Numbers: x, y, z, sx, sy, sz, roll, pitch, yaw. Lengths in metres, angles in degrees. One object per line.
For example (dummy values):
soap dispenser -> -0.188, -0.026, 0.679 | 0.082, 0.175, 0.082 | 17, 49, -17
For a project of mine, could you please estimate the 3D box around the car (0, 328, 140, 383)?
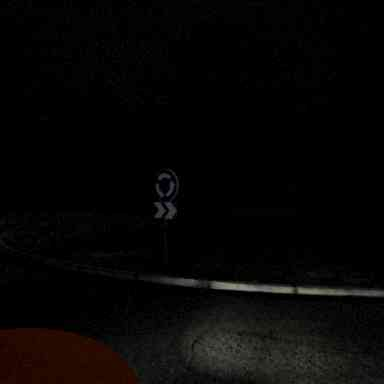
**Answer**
car -> -2.561, 1.464, 1.365 | 5.008, 1.535, 1.882 | 0, 0, -37
